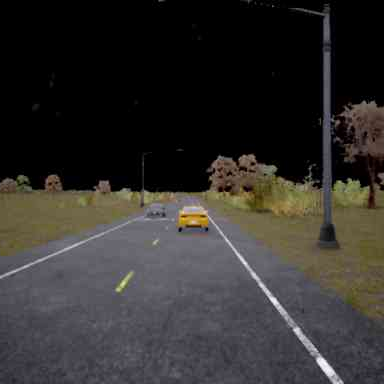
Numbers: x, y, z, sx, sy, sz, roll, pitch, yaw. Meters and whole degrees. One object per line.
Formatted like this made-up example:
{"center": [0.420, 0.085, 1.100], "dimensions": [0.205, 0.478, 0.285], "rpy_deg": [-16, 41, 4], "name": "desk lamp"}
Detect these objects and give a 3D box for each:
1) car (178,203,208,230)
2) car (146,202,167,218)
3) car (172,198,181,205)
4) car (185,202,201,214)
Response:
{"center": [0.102, 1.707, 22.852], "dimensions": [1.882, 1.535, 5.008], "rpy_deg": [0, 0, 0], "name": "car"}
{"center": [-3.587, 1.845, 34.369], "dimensions": [1.837, 1.490, 4.892], "rpy_deg": [0, -1, 0], "name": "car"}
{"center": [-3.494, 2.145, 75.539], "dimensions": [2.128, 1.511, 4.902], "rpy_deg": [0, -1, 0], "name": "car"}
{"center": [0.104, 2.012, 42.479], "dimensions": [1.895, 1.301, 4.718], "rpy_deg": [0, 0, 0], "name": "car"}
